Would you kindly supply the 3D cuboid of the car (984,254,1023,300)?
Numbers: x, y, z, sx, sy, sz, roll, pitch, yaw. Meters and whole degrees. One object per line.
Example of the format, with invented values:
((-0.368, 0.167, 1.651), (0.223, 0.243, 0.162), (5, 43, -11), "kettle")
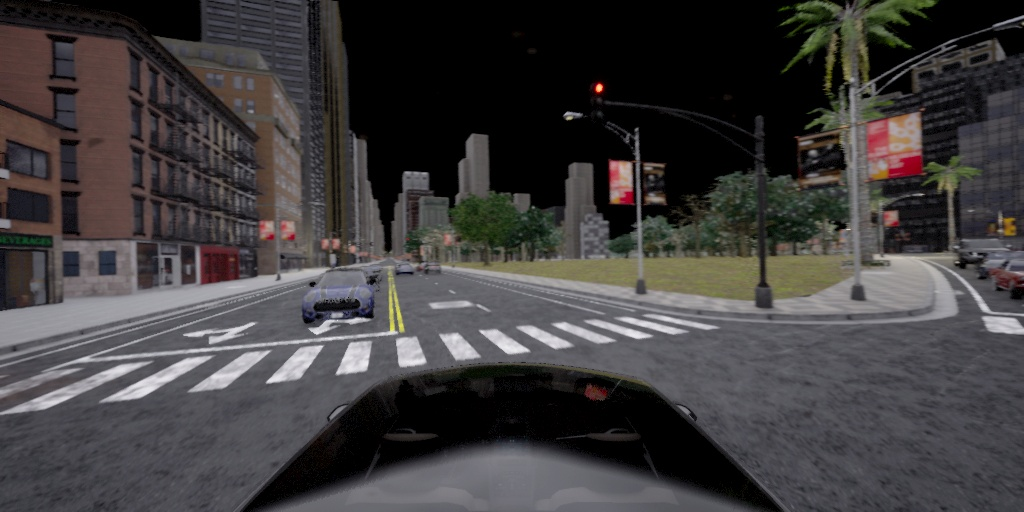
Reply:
((18.132, 0.728, 12.189), (4.718, 1.301, 1.895), (-2, 0, -43), "car")

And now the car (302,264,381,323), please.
((-6.098, 1.252, 13.125), (2.097, 1.767, 4.553), (-1, 0, -19), "car")

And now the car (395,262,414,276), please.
((-13.112, 1.631, 43.911), (1.994, 1.385, 4.181), (-1, 0, -19), "car")

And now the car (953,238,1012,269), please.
((32.705, -0.187, 25.057), (5.566, 2.045, 2.150), (-2, 0, -43), "car")

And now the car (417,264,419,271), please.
((-13.487, 1.639, 55.024), (1.994, 1.385, 4.181), (-1, 0, -19), "car")

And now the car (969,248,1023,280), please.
((24.799, 0.449, 17.934), (4.181, 1.385, 1.994), (-2, 0, -41), "car")

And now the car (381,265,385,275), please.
((-12.561, 1.621, 32.000), (1.994, 1.385, 4.181), (-1, 0, -20), "car")

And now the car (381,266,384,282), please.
((-9.318, 1.541, 22.533), (1.994, 1.385, 4.181), (-1, 0, -19), "car")

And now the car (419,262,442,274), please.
((-10.108, 1.481, 45.464), (2.128, 1.511, 4.902), (-1, 0, -19), "car")

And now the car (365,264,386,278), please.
((-15.949, 1.688, 42.093), (2.033, 1.411, 5.357), (-1, 0, -19), "car")
